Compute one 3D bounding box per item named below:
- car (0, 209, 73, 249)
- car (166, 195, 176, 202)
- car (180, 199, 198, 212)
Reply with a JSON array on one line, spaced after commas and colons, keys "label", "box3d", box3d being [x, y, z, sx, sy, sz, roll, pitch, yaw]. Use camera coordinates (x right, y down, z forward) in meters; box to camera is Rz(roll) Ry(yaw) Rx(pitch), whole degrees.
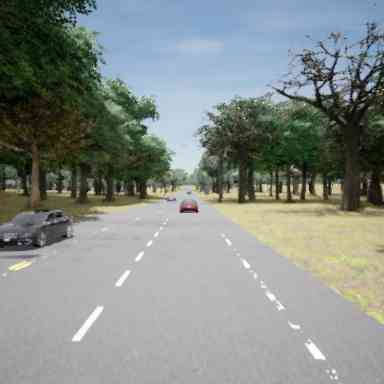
[{"label": "car", "box3d": [-7.002, 1.573, 15.076, 1.837, 1.490, 4.892, -1, 0, 1]}, {"label": "car", "box3d": [-4.103, 1.306, 66.724, 2.128, 1.511, 4.902, 0, 1, -1]}, {"label": "car", "box3d": [-0.333, 1.505, 37.654, 1.994, 1.385, 4.181, 0, 0, -1]}]
